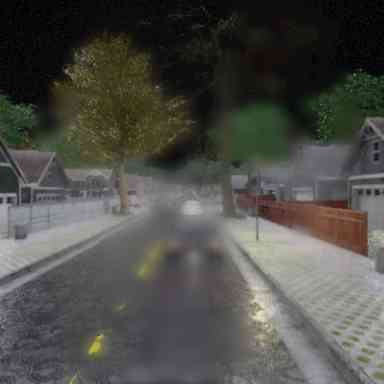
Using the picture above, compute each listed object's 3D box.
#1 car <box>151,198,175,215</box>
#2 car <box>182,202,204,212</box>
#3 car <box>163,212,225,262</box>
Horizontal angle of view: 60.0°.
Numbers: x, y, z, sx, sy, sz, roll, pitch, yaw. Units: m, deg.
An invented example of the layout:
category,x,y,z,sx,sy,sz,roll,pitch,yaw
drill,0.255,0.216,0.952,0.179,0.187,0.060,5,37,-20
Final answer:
category,x,y,z,sx,sy,sz,roll,pitch,yaw
car,-2.845,1.373,33.433,2.097,1.767,4.553,0,0,0
car,0.076,1.544,28.342,1.812,1.442,4.674,0,0,0
car,0.079,1.609,12.131,1.895,1.301,4.718,0,0,0
